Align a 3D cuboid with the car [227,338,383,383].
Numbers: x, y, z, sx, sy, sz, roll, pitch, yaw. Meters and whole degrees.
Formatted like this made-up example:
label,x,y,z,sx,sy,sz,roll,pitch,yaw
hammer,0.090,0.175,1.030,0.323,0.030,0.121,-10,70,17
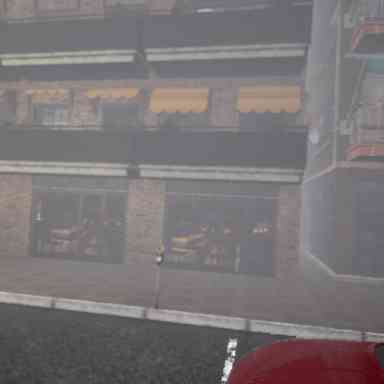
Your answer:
label,x,y,z,sx,sy,sz,roll,pitch,yaw
car,2.705,1.721,2.259,5.008,1.535,1.882,2,-2,11
